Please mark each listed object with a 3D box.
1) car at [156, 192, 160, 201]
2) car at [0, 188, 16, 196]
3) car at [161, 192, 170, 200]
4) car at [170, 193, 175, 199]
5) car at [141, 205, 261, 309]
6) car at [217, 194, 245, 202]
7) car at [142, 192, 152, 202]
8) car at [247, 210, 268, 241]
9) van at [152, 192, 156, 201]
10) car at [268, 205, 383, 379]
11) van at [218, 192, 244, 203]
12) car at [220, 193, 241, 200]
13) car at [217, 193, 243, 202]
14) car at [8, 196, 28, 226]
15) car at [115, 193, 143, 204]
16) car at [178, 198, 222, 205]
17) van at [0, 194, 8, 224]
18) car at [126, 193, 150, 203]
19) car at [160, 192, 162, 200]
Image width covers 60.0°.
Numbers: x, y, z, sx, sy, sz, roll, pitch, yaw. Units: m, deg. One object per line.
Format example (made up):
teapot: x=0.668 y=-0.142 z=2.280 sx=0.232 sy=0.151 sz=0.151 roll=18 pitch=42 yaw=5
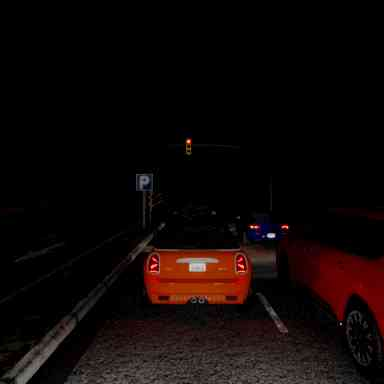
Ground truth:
car: x=-10.162 y=1.314 z=72.252 sx=4.892 sy=1.521 sz=2.231 roll=-1 pitch=0 yaw=-14
car: x=-28.270 y=0.131 z=51.127 sx=2.002 sy=1.452 sz=4.674 roll=6 pitch=-3 yaw=-20
car: x=-8.628 y=1.349 z=84.234 sx=4.674 sy=1.452 sz=2.002 roll=-1 pitch=0 yaw=-12
car: x=-8.184 y=1.056 z=87.242 sx=5.566 sy=2.045 sz=2.435 roll=-1 pitch=0 yaw=-12
car: x=0.101 y=1.363 z=8.049 sx=2.097 sy=1.767 sz=4.553 roll=0 pitch=0 yaw=0
car: x=8.060 y=1.257 z=68.893 sx=5.366 sy=1.575 sz=1.946 roll=1 pitch=0 yaw=-13
car: x=-10.930 y=1.309 z=63.287 sx=5.366 sy=1.575 sz=1.946 roll=-1 pitch=0 yaw=-15
car: x=3.131 y=1.547 z=15.354 sx=1.812 sy=1.442 sz=4.674 roll=0 pitch=0 yaw=0
van: x=-10.384 y=1.086 z=69.281 sx=4.442 sy=1.987 sz=1.878 roll=-1 pitch=0 yaw=-14
car: x=3.099 y=1.229 z=5.660 sx=2.150 sy=2.045 sz=5.566 roll=0 pitch=0 yaw=-1
van: x=7.153 y=1.036 z=62.928 sx=4.442 sy=1.987 sz=1.878 roll=1 pitch=0 yaw=-14
car: x=9.291 y=1.121 z=80.602 sx=4.553 sy=1.767 sz=2.185 roll=1 pitch=0 yaw=-12
car: x=7.530 y=1.135 z=65.898 sx=4.553 sy=1.767 sz=2.185 roll=1 pitch=0 yaw=-14
car: x=-13.672 y=1.400 z=22.483 sx=4.553 sy=1.767 sz=2.185 roll=-1 pitch=0 yaw=-19
car: x=-11.569 y=1.352 z=60.294 sx=4.792 sy=1.488 sz=2.163 roll=-1 pitch=0 yaw=-15
car: x=0.141 y=1.376 z=16.696 sx=2.097 sy=1.767 sz=4.553 roll=0 pitch=0 yaw=0
van: x=-13.641 y=1.294 z=19.506 sx=4.442 sy=1.987 sz=1.878 roll=-1 pitch=0 yaw=-20
car: x=-10.843 y=1.189 z=66.240 sx=4.553 sy=1.767 sz=2.185 roll=-1 pitch=0 yaw=-14
car: x=-9.796 y=1.352 z=75.248 sx=4.674 sy=1.452 sz=2.002 roll=-1 pitch=0 yaw=-13
